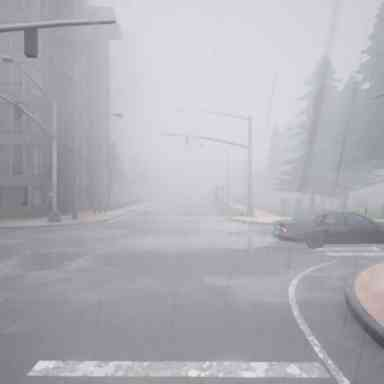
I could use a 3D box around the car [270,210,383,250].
[{"bbox_3d":[5.937,1.456,13.362,5.357,1.411,2.033,0,0,-1],"label":"car"}]
